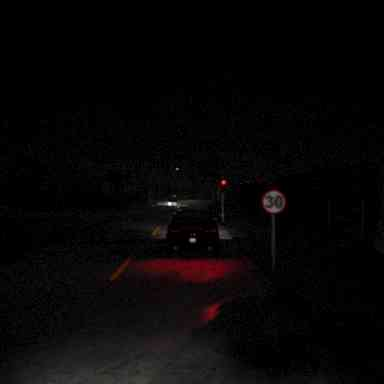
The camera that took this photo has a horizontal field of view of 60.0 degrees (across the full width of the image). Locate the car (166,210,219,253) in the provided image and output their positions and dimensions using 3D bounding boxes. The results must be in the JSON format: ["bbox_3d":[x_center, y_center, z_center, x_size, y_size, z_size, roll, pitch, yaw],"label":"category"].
[{"bbox_3d":[0.042,1.474,13.580,1.882,1.535,5.008,0,0,0],"label":"car"}]

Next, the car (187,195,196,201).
[{"bbox_3d":[-0.052,1.316,76.449,1.812,1.442,4.674,0,0,0],"label":"car"}]

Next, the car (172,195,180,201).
[{"bbox_3d":[-4.058,1.511,85.960,1.994,1.385,4.181,0,0,0],"label":"car"}]

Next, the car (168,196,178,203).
[{"bbox_3d":[-4.048,1.504,70.318,2.128,1.511,4.902,0,0,0],"label":"car"}]
